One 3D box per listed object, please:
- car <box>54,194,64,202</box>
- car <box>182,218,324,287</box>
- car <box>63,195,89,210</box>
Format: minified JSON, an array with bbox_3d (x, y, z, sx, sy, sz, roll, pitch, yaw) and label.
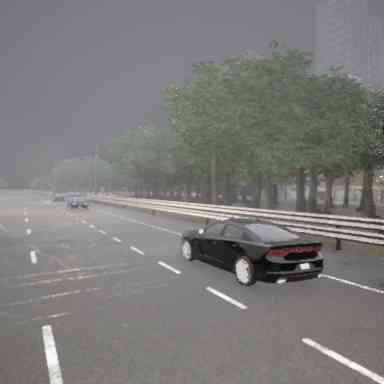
[{"bbox_3d":[-23.989,1.013,60.306,1.812,1.442,4.674,1,0,-21],"label":"car"},{"bbox_3d":[1.393,1.495,9.611,1.882,1.535,5.008,1,0,-27],"label":"car"},{"bbox_3d":[-13.122,1.309,37.898,1.895,1.301,4.718,1,0,-27],"label":"car"}]
